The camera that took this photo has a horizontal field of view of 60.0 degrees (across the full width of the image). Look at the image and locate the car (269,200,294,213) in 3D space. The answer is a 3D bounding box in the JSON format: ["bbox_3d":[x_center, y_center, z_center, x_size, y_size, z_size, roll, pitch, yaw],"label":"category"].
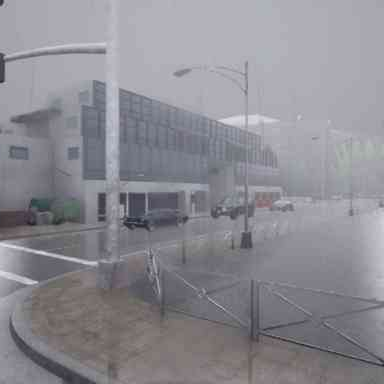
[{"bbox_3d":[11.049,1.702,40.851,1.812,1.442,4.674,0,0,36],"label":"car"}]

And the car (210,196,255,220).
[{"bbox_3d":[3.888,1.397,30.860,2.150,2.045,5.566,0,0,35],"label":"car"}]

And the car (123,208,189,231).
[{"bbox_3d":[-2.315,1.777,22.159,1.895,1.301,4.718,0,0,35],"label":"car"}]
